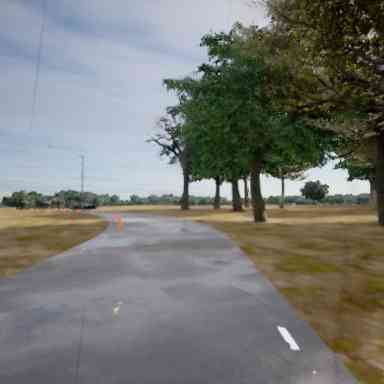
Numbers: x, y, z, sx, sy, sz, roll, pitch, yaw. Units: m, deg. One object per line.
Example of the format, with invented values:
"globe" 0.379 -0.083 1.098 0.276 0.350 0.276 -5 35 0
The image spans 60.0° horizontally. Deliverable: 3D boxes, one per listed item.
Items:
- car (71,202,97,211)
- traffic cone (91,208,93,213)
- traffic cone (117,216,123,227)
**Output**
"car" -15.595 2.144 48.072 1.895 1.301 4.718 3 -3 -45
"traffic cone" -12.099 2.285 40.407 0.340 0.580 0.340 2 -2 -34
"traffic cone" -4.948 2.129 23.065 0.340 0.580 0.340 1 -1 -10
